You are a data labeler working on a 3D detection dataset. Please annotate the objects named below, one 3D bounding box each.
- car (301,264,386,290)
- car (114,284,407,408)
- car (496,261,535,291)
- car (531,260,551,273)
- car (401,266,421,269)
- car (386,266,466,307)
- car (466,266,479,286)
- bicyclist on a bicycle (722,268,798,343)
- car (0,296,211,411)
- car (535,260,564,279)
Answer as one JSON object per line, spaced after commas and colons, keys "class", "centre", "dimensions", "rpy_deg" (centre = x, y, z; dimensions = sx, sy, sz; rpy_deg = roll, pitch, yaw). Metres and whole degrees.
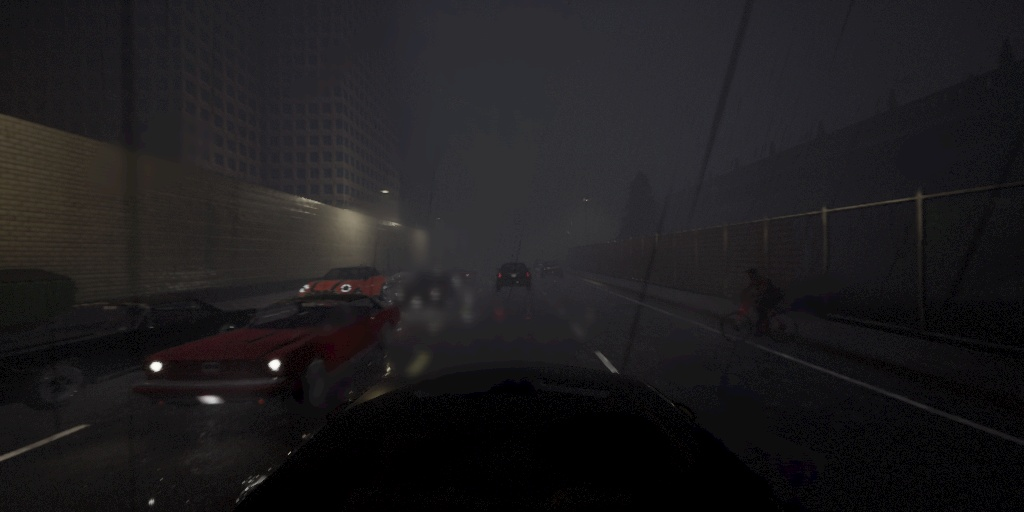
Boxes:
{"class": "car", "centre": [-7.095, 1.231, 15.516], "dimensions": [2.097, 1.767, 4.553], "rpy_deg": [-1, 0, 0]}
{"class": "car", "centre": [-3.605, 1.415, 6.499], "dimensions": [1.895, 1.301, 4.718], "rpy_deg": [-1, 0, 0]}
{"class": "car", "centre": [0.113, 1.127, 22.302], "dimensions": [2.097, 1.767, 4.553], "rpy_deg": [-1, 0, 0]}
{"class": "car", "centre": [3.578, 1.242, 45.248], "dimensions": [2.128, 1.511, 4.902], "rpy_deg": [-1, 0, 1]}
{"class": "car", "centre": [-7.064, 1.417, 25.195], "dimensions": [1.812, 1.442, 4.674], "rpy_deg": [-1, 0, 0]}
{"class": "car", "centre": [-3.591, 1.373, 16.149], "dimensions": [2.033, 1.411, 5.357], "rpy_deg": [-1, 0, 0]}
{"class": "car", "centre": [-3.558, 1.438, 26.104], "dimensions": [1.895, 1.301, 4.718], "rpy_deg": [-1, 0, 0]}
{"class": "bicyclist on a bicycle", "centre": [5.327, 1.077, 7.717], "dimensions": [1.656, 1.620, 0.582], "rpy_deg": [-1, 0, 0]}
{"class": "car", "centre": [-7.105, 1.469, 6.488], "dimensions": [1.895, 1.301, 4.718], "rpy_deg": [-1, 0, 0]}
{"class": "car", "centre": [3.534, 1.227, 32.332], "dimensions": [2.128, 1.511, 4.902], "rpy_deg": [-1, 0, 0]}
